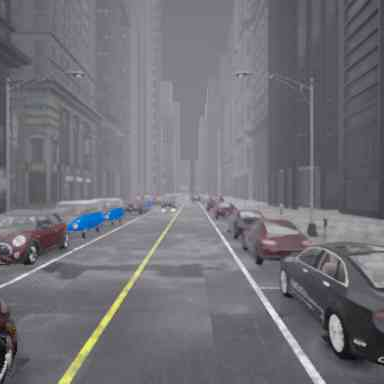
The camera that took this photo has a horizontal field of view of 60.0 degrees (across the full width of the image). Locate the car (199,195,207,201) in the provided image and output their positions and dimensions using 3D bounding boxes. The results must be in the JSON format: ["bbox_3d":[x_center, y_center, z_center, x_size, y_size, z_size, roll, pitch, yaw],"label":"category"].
[{"bbox_3d":[2.760,1.492,84.844,1.752,1.417,4.829,0,0,0],"label":"car"}]

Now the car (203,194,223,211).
[{"bbox_3d":[2.760,1.283,39.583,2.192,1.841,5.009,0,0,0],"label":"car"}]

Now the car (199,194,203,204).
[{"bbox_3d":[2.760,1.489,62.298,1.752,1.417,4.829,0,0,0],"label":"car"}]

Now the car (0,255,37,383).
[{"bbox_3d":[-3.100,1.561,2.336,1.994,1.385,4.181,0,0,0],"label":"car"}]

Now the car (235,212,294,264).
[{"bbox_3d":[2.761,1.569,11.402,1.802,1.307,4.206,0,0,0],"label":"car"}]

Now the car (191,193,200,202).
[{"bbox_3d":[0.733,1.182,79.103,2.150,2.045,5.566,0,0,0],"label":"car"}]

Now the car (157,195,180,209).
[{"bbox_3d":[-3.092,1.513,45.003,2.033,1.411,5.357,0,0,0],"label":"car"}]

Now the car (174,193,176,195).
[{"bbox_3d":[-5.765,1.533,84.662,1.947,1.339,4.313,0,0,0],"label":"car"}]

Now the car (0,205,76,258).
[{"bbox_3d":[-5.765,1.428,11.386,1.967,1.590,4.097,0,0,0],"label":"car"}]

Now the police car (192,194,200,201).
[{"bbox_3d":[0.900,1.392,85.190,1.930,1.638,5.238,0,0,0],"label":"police car"}]

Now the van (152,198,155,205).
[{"bbox_3d":[-5.765,1.309,39.568,1.690,1.788,3.998,0,0,0],"label":"van"}]

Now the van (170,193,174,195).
[{"bbox_3d":[-5.766,1.307,79.025,1.690,1.788,3.998,0,0,0],"label":"van"}]

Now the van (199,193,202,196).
[{"bbox_3d":[2.759,1.305,67.764,1.690,1.788,3.998,0,0,0],"label":"van"}]

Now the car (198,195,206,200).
[{"bbox_3d":[2.760,1.518,90.310,2.008,1.369,4.403,0,0,0],"label":"car"}]

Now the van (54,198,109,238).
[{"bbox_3d":[-5.765,1.324,17.023,1.690,1.788,3.998,0,0,0],"label":"van"}]

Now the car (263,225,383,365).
[{"bbox_3d":[2.761,1.544,5.766,2.008,1.369,4.403,0,0,0],"label":"car"}]

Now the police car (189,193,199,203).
[{"bbox_3d":[0.900,1.390,69.190,1.930,1.638,5.238,0,0,0],"label":"police car"}]

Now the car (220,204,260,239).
[{"bbox_3d":[2.760,1.533,17.039,2.008,1.369,4.403,0,0,0],"label":"car"}]

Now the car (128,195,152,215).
[{"bbox_3d":[-5.765,1.286,33.932,2.192,1.841,5.009,0,0,0],"label":"car"}]

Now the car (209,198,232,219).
[{"bbox_3d":[2.760,1.519,28.311,1.887,1.381,4.507,0,0,0],"label":"car"}]

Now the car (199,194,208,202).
[{"bbox_3d":[2.759,1.406,79.037,1.967,1.590,4.097,0,0,0],"label":"car"}]

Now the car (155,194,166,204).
[{"bbox_3d":[-5.765,1.509,56.479,1.887,1.381,4.507,0,0,0],"label":"car"}]

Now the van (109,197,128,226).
[{"bbox_3d":[-5.765,1.319,22.659,1.690,1.788,3.998,0,0,0],"label":"van"}]
